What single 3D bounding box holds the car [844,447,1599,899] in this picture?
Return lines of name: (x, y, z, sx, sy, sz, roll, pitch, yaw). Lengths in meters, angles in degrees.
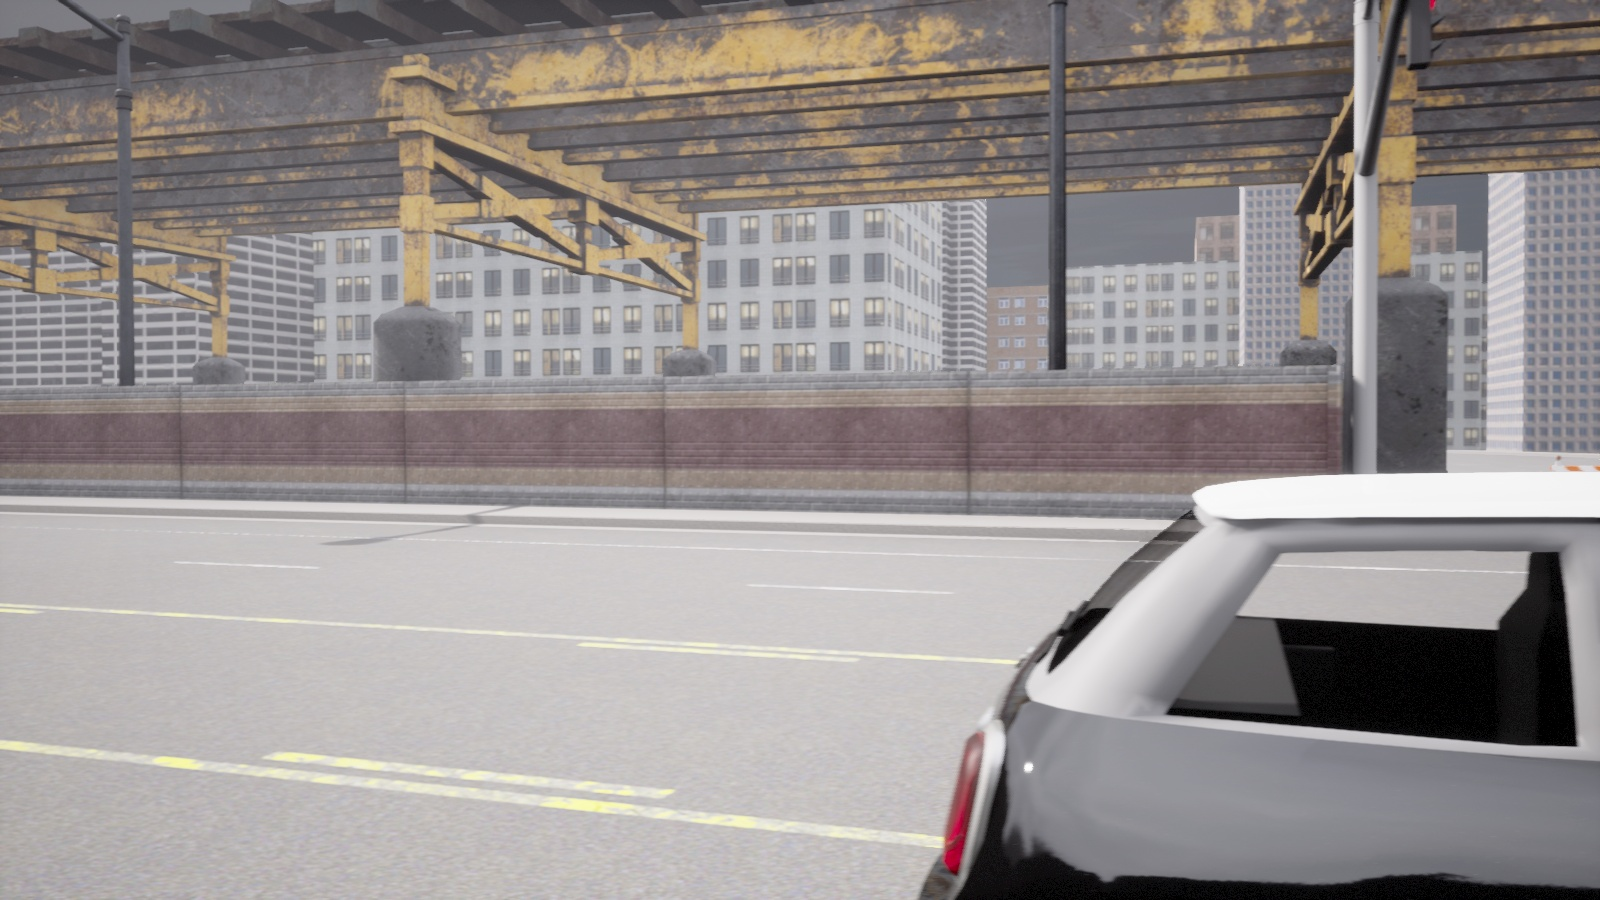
car: (2.192, 0.762, 2.456, 3.806, 1.475, 1.970, 1, 1, 19)
